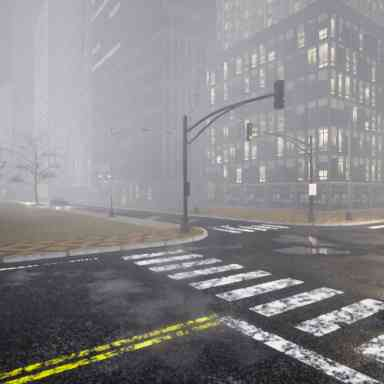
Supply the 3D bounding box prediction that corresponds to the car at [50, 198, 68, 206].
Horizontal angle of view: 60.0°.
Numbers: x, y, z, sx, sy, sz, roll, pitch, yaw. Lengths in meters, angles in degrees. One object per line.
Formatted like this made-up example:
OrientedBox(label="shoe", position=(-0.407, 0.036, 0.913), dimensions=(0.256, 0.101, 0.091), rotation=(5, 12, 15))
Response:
OrientedBox(label="car", position=(-21.724, 1.606, 54.213), dimensions=(1.895, 1.301, 4.718), rotation=(0, 0, -35))
